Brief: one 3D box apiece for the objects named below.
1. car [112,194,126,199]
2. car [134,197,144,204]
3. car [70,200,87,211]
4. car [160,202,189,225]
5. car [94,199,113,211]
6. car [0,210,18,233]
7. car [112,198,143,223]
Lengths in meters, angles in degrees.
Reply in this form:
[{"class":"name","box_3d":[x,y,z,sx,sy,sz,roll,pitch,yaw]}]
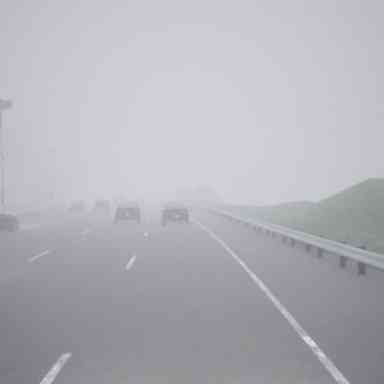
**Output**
[{"class":"car","box_3d":[-14.190,1.386,64.889,2.150,2.045,5.566,0,0,-21]},{"class":"car","box_3d":[-10.521,1.612,64.340,2.128,1.511,4.902,-1,0,-19]},{"class":"car","box_3d":[-14.705,1.724,42.979,2.033,1.411,5.357,-1,0,-16]},{"class":"car","box_3d":[-1.347,1.490,24.730,1.882,1.535,5.008,0,0,-7]},{"class":"car","box_3d":[-11.426,1.641,42.513,1.837,1.490,4.892,0,0,-14]},{"class":"car","box_3d":[-11.083,1.628,17.866,2.128,1.511,4.902,0,0,-6]},{"class":"car","box_3d":[-5.091,1.537,26.783,1.882,1.535,5.008,0,0,-8]}]
